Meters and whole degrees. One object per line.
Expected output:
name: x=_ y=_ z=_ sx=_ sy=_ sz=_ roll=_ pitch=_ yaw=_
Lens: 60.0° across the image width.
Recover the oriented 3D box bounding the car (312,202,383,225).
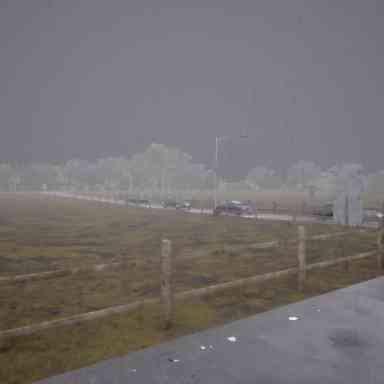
car: x=11.007 y=1.478 z=23.787 sx=2.128 sy=1.511 sz=4.902 roll=1 pitch=-1 yaw=-33

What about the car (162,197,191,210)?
car: x=-1.962 y=1.393 z=42.100 sx=2.128 sy=1.511 sz=4.902 roll=1 pitch=0 yaw=-36

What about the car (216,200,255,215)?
car: x=4.278 y=1.520 z=33.396 sx=1.812 sy=1.442 sz=4.674 roll=1 pitch=-1 yaw=-36

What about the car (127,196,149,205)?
car: x=-8.140 y=1.318 z=50.779 sx=1.895 sy=1.301 sz=4.718 roll=1 pitch=0 yaw=-35
